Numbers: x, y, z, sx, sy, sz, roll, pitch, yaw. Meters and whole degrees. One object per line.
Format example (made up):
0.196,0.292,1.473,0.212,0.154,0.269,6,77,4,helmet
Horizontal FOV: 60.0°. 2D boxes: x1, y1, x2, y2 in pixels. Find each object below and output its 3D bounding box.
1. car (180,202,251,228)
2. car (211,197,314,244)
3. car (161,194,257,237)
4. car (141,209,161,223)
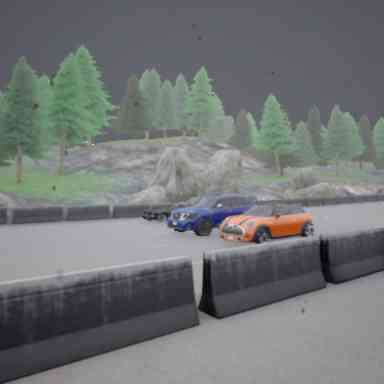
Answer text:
1.642,1.440,22.344,4.674,1.442,1.812,-1,0,-36,car
3.409,1.289,15.021,4.553,1.767,2.097,-1,0,-35,car
1.408,1.158,17.894,5.566,2.045,2.150,-1,0,-35,car
-1.319,1.524,24.546,4.718,1.301,1.895,-1,0,-35,car
